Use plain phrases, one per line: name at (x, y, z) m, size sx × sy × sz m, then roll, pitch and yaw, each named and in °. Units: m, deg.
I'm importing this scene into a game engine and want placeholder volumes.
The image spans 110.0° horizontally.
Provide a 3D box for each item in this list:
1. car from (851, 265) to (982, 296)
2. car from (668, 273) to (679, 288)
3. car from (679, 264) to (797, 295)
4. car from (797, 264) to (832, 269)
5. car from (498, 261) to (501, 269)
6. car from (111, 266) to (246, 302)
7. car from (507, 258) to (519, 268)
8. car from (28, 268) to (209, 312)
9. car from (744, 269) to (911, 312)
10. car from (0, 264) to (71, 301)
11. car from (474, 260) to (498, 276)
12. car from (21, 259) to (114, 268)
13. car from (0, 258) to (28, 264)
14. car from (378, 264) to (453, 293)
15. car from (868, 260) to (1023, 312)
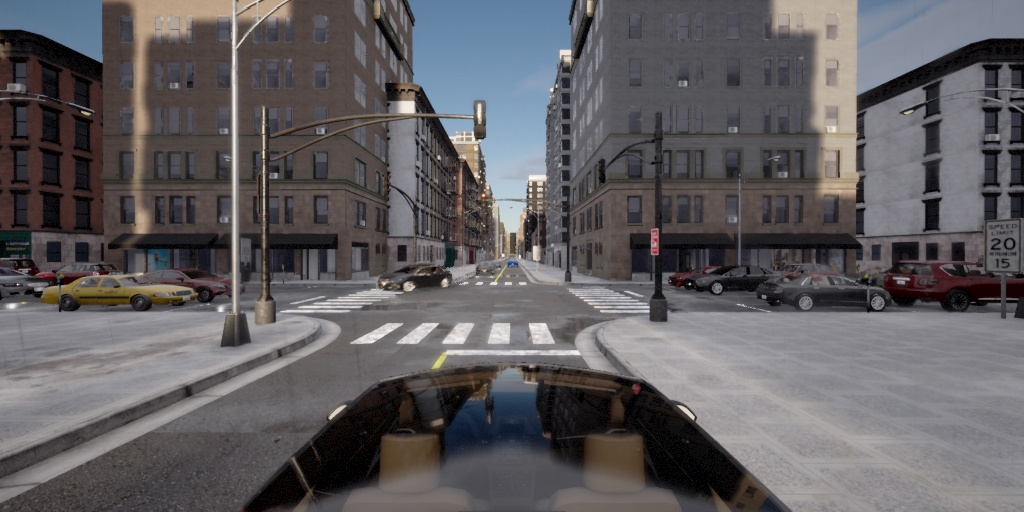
car at (21.404, 1.255, 19.115) m, size 4.892 × 1.490 × 1.837 m, roll 0°, pitch 0°, yaw 0°
car at (11.820, 1.281, 21.687) m, size 4.507 × 1.381 × 1.888 m, roll 0°, pitch 0°, yaw 0°
car at (11.921, 1.253, 19.143) m, size 4.892 × 1.490 × 1.837 m, roll 0°, pitch 0°, yaw 0°
car at (17.229, 1.177, 21.669) m, size 4.097 × 1.591 × 1.967 m, roll 0°, pitch 0°, yaw 0°
car at (-2.688, 1.314, 58.273) m, size 2.033 × 1.411 × 5.357 m, roll 0°, pitch 0°, yaw 0°
car at (-14.774, 1.282, 16.265) m, size 4.674 × 1.442 × 1.812 m, roll 0°, pitch 0°, yaw 0°
car at (0.153, 1.247, 63.171) m, size 1.882 × 1.535 × 5.008 m, roll 0°, pitch 0°, yaw 0°
car at (-14.883, 1.294, 13.751) m, size 4.829 × 1.417 × 1.751 m, roll 0°, pitch 0°, yaw 0°
car at (11.793, 1.325, 13.662) m, size 4.403 × 1.370 × 2.007 m, roll 0°, pitch 0°, yaw 0°
car at (-23.930, 1.246, 16.312) m, size 4.902 × 1.511 × 2.128 m, roll 0°, pitch 0°, yaw 0°
car at (-2.760, 1.262, 37.661) m, size 1.837 × 1.490 × 4.892 m, roll 0°, pitch 0°, yaw 0°
car at (-26.349, 1.167, 21.814) m, size 4.097 × 1.591 × 1.967 m, roll 0°, pitch 0°, yaw 0°
car at (-32.011, 1.041, 21.833) m, size 5.009 × 1.841 × 2.192 m, roll 0°, pitch 0°, yaw 0°
car at (-5.496, 1.246, 21.043) m, size 1.837 × 1.490 × 4.892 m, roll 3°, pitch 1°, yaw 31°
car at (17.202, 1.091, 13.644) m, size 5.009 × 1.841 × 2.192 m, roll 0°, pitch 0°, yaw 0°
